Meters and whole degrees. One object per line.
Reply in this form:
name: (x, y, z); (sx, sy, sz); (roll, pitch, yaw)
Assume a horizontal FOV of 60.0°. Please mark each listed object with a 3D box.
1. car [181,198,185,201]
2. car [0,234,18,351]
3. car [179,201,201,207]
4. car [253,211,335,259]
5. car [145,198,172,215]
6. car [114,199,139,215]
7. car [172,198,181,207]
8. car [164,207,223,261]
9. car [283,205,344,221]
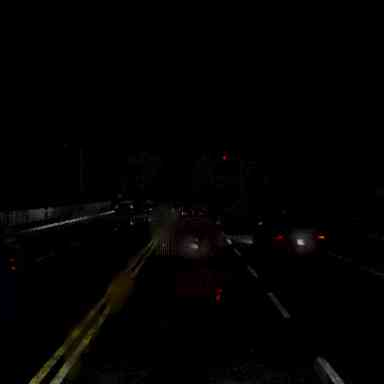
car: (-3.246, 1.930, 72.651); (1.895, 1.301, 4.718); (0, 0, -27)
car: (-3.587, 1.238, 2.552); (2.150, 2.045, 5.566); (0, -1, 0)
car: (0.092, 1.706, 27.872); (2.033, 1.411, 5.357); (0, 0, 0)
car: (3.617, 1.637, 12.909); (1.994, 1.385, 4.181); (0, 0, 1)
car: (-3.587, 1.711, 36.473); (1.837, 1.490, 4.892); (0, 0, 0)
car: (-7.087, 1.557, 36.350); (2.097, 1.767, 4.553); (0, 0, 0)
car: (-3.485, 1.826, 56.939); (2.128, 1.511, 4.902); (0, 0, 0)
car: (0.084, 1.550, 12.656); (1.882, 1.535, 5.008); (0, 0, 0)
car: (10.169, 1.719, 27.787); (4.718, 1.301, 1.895); (0, 0, -11)
